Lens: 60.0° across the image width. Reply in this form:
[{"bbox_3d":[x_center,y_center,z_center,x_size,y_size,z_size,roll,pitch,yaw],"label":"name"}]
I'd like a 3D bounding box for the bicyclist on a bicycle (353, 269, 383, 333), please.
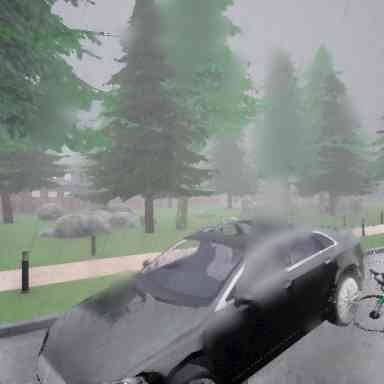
[{"bbox_3d":[3.307,1.475,5.045,1.656,1.620,0.582,-2,12,14],"label":"bicyclist on a bicycle"}]

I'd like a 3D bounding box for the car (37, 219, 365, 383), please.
[{"bbox_3d":[0.545,1.263,4.484,4.902,1.511,2.128,-10,7,-39],"label":"car"}]
